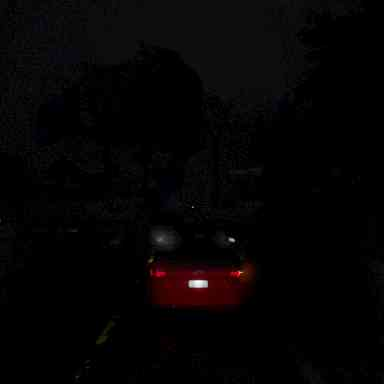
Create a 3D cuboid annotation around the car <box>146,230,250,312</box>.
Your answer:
[{"bbox_3d":[0.110,1.574,7.803,1.994,1.385,4.181,0,0,0],"label":"car"}]

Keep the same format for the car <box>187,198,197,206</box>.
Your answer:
[{"bbox_3d":[0.008,1.960,64.988,1.837,1.490,4.892,0,0,0],"label":"car"}]

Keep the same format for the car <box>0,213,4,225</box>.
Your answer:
[{"bbox_3d":[-13.161,1.322,18.535,4.902,1.511,2.128,1,-1,-1],"label":"car"}]

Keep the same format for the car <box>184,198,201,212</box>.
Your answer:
[{"bbox_3d":[0.092,1.739,40.750,1.994,1.385,4.181,0,0,0],"label":"car"}]
